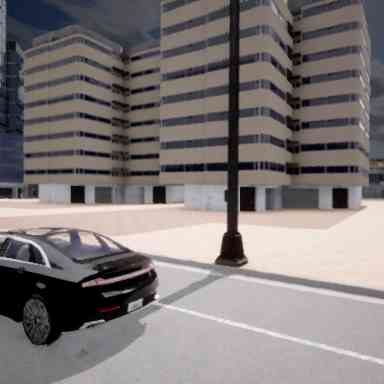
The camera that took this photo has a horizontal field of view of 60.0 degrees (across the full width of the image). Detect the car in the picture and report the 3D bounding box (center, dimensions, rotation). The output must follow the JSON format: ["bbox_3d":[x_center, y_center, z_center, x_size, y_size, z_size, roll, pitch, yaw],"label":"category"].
[{"bbox_3d":[-2.871,1.406,6.145,4.902,1.511,2.128,1,0,32],"label":"car"}]
